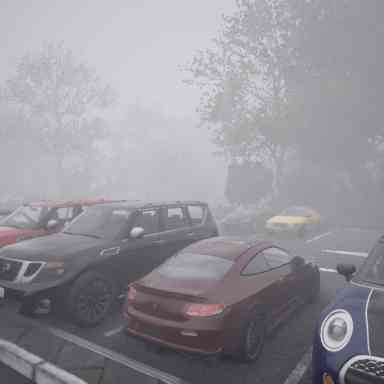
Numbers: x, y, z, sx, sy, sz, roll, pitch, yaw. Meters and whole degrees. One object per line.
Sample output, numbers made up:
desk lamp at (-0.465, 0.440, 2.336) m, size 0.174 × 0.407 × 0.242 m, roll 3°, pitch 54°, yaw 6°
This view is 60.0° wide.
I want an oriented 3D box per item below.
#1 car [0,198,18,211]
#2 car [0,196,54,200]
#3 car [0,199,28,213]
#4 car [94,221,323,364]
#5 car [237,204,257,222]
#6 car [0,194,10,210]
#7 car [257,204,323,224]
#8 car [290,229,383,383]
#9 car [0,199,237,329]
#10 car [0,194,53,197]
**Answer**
car at (-23.658, 1.502, 39.480) m, size 2.097 × 1.535 × 5.008 m, roll 0°, pitch 0°, yaw 36°
car at (-3.730, 1.233, 9.170) m, size 2.435 × 2.045 × 5.566 m, roll 0°, pitch 0°, yaw 35°
car at (-21.490, 1.537, 37.937) m, size 2.002 × 1.452 × 4.674 m, roll 0°, pitch 0°, yaw 36°
car at (0.850, 1.522, 5.935) m, size 2.002 × 1.452 × 4.674 m, roll 0°, pitch 0°, yaw 36°
car at (3.583, 1.486, 20.062) m, size 2.231 × 1.521 × 4.892 m, roll 0°, pitch 0°, yaw 36°
car at (-25.940, 1.256, 41.080) m, size 2.435 × 2.045 × 5.566 m, roll 0°, pitch 0°, yaw 35°
car at (5.733, 1.481, 18.294) m, size 1.946 × 1.575 × 5.366 m, roll 0°, pitch 0°, yaw 35°
car at (3.152, 1.356, 4.335) m, size 2.185 × 1.767 × 4.553 m, roll 0°, pitch 0°, yaw 36°
car at (-1.448, 1.232, 7.542) m, size 2.435 × 2.045 × 5.566 m, roll 0°, pitch 0°, yaw 35°
car at (-16.971, 1.242, 34.682) m, size 2.435 × 2.045 × 5.566 m, roll 0°, pitch 0°, yaw 36°
